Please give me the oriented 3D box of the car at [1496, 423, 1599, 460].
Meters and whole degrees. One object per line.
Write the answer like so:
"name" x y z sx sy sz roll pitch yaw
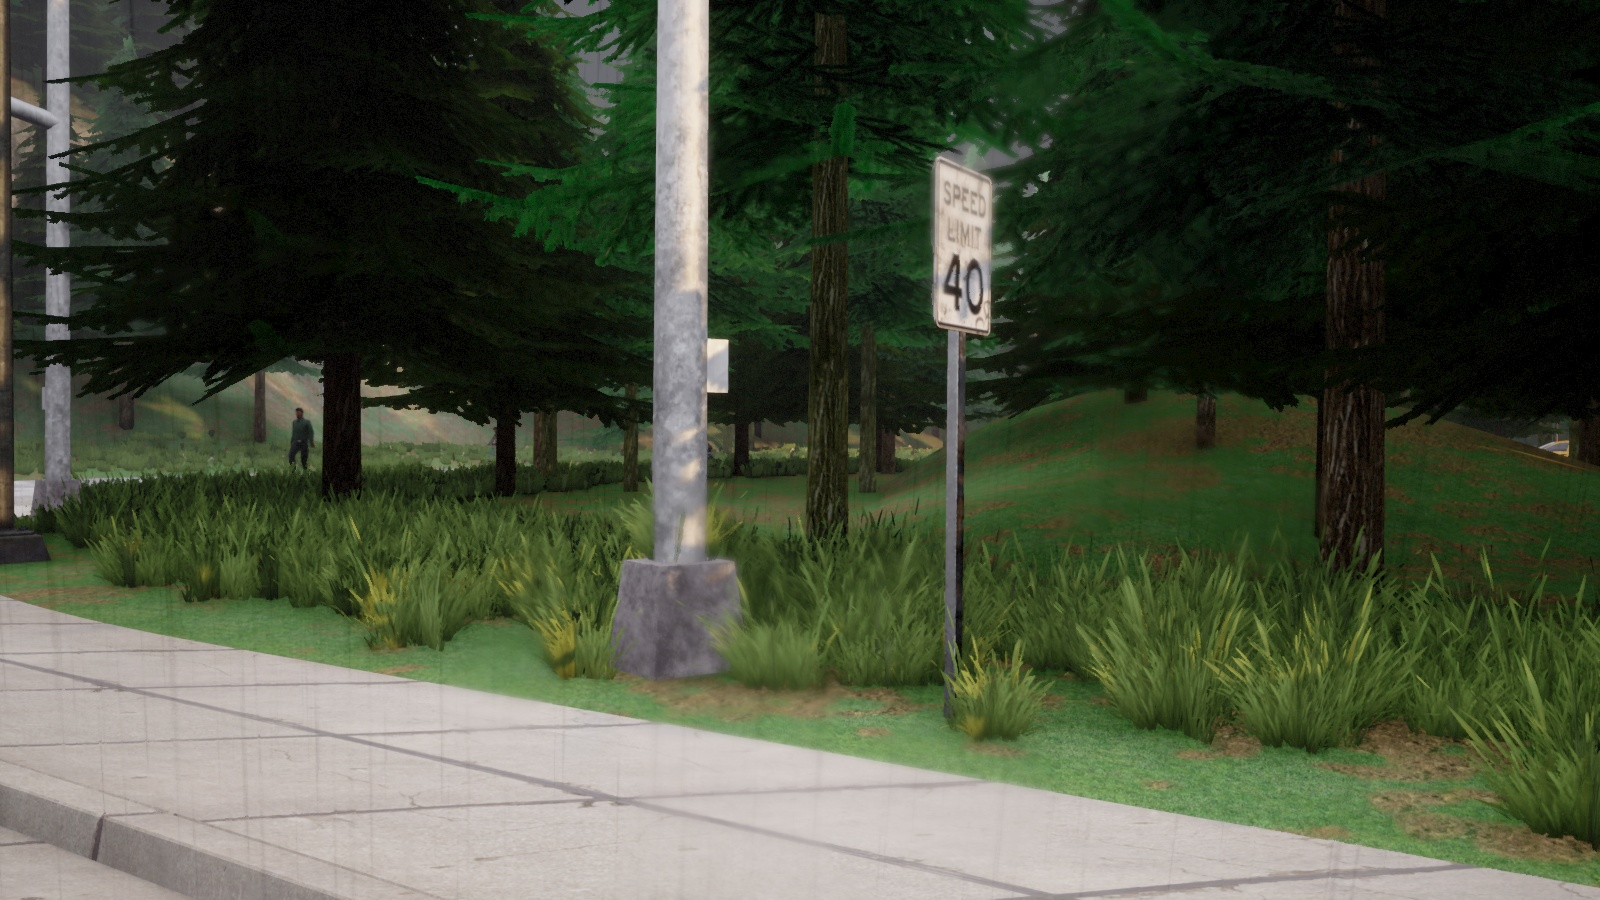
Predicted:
"car" 33.110 -0.368 54.063 5.366 1.575 1.801 0 1 33

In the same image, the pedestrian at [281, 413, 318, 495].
"pedestrian" -12.092 0.088 30.364 0.423 1.949 0.788 0 1 14
